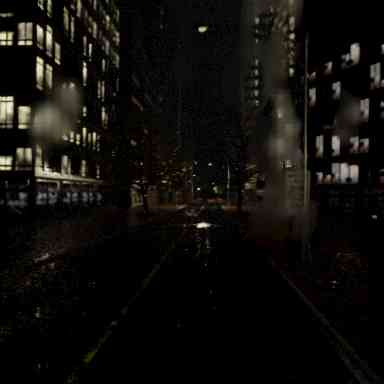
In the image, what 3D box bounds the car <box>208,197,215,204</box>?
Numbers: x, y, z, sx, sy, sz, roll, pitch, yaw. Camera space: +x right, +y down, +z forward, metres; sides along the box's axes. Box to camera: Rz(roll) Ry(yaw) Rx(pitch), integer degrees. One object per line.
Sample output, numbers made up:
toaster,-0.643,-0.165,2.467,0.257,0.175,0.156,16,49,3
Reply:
car,5.115,2.255,88.006,1.882,1.535,5.008,1,-1,3
